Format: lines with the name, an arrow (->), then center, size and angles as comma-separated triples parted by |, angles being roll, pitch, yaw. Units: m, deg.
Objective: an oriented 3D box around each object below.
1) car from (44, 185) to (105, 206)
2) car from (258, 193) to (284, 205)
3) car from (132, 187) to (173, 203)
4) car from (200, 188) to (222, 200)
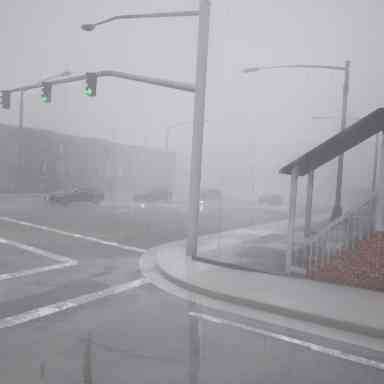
car -> -9.293, 0.225, 26.675 | 2.128, 1.511, 4.902 | 5, 3, 36
car -> 9.683, 0.785, 40.742 | 1.994, 1.385, 4.181 | 5, 3, 36
car -> -3.950, 0.241, 34.089 | 1.837, 1.490, 4.892 | 5, 3, 36
car -> 1.988, 0.244, 42.303 | 1.837, 1.490, 4.892 | 5, 3, 36
